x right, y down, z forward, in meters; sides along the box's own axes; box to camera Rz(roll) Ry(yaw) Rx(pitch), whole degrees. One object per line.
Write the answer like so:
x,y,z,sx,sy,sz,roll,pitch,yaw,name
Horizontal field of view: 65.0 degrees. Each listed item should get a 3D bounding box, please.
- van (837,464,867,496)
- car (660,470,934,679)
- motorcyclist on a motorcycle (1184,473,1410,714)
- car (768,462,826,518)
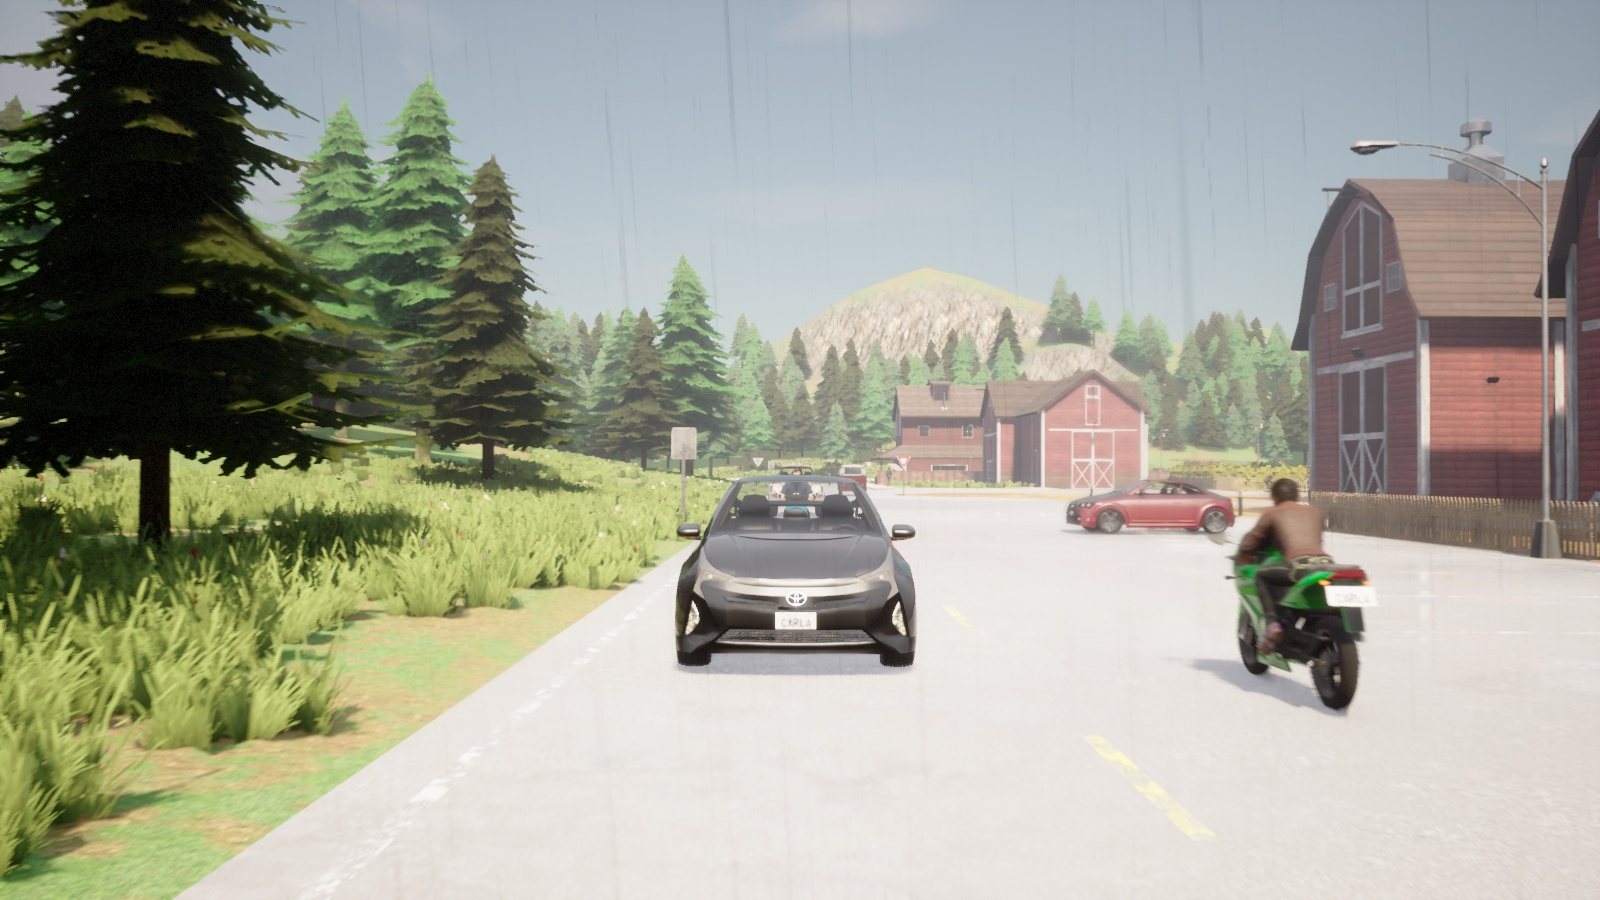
3.305,1.901,80.480,1.775,1.987,4.442,0,-1,0,van
-0.028,0.954,11.490,2.007,1.525,4.514,0,-1,0,car
3.478,0.934,9.026,0.797,1.523,2.044,0,-1,0,motorcyclist on a motorcycle
-0.107,1.369,44.027,1.932,1.855,4.605,0,-1,0,car
